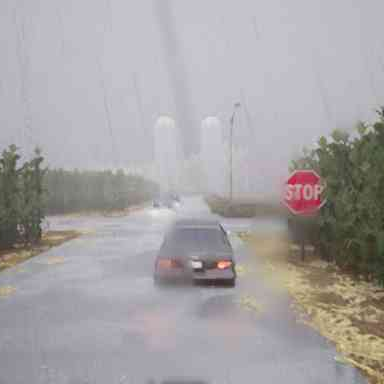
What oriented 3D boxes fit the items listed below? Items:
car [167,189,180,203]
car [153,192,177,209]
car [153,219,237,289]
[{"bbox_3d":[-3.070,0.599,53.178,2.150,2.045,5.566,0,0,1],"label":"car"},{"bbox_3d":[-3.129,1.022,36.316,2.128,1.511,4.902,0,1,0],"label":"car"},{"bbox_3d":[0.135,1.442,9.079,2.033,1.411,5.357,0,1,2],"label":"car"}]
